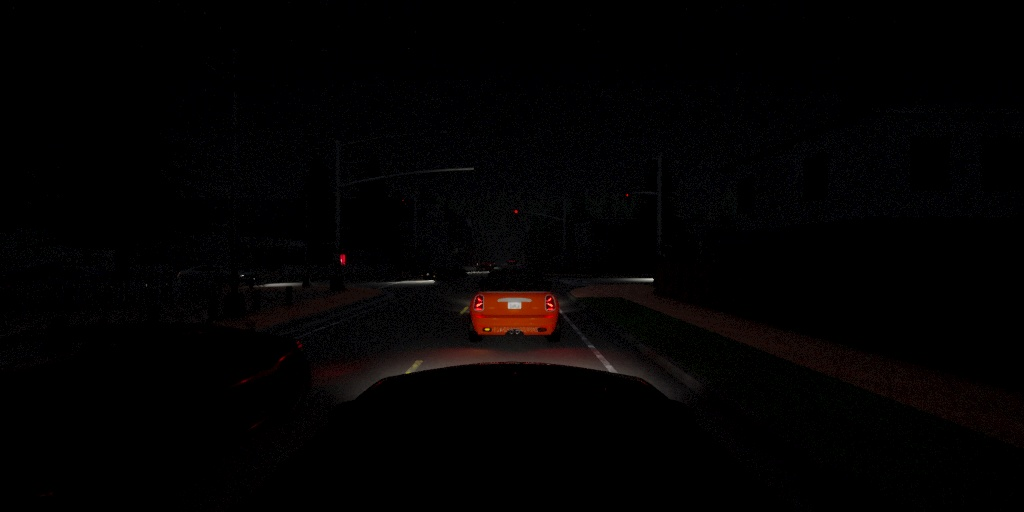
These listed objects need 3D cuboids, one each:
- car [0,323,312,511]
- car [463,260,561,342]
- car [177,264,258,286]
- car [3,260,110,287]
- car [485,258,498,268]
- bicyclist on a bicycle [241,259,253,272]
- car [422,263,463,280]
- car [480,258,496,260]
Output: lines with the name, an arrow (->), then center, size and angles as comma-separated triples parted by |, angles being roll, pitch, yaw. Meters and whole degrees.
car -> -3.600, 1.314, 2.957 | 1.994, 1.385, 4.181 | 0, 0, 0
car -> 0.066, 1.102, 9.970 | 2.097, 1.767, 4.553 | 0, 0, 0
car -> -20.012, 1.291, 24.456 | 4.674, 1.442, 1.812 | 0, 0, -2
car -> -30.191, 1.243, 24.139 | 5.008, 1.535, 1.882 | 0, 0, -1
car -> -3.604, 1.228, 63.142 | 1.882, 1.535, 5.008 | 0, 0, 0
bicyclist on a bicycle -> -23.577, 1.066, 31.814 | 0.582, 1.620, 1.656 | 0, 0, -2
car -> -5.758, 1.319, 30.953 | 1.994, 1.385, 4.181 | 0, 0, 33
car -> -3.628, 1.101, 48.478 | 2.097, 1.767, 4.553 | 0, 0, 0
